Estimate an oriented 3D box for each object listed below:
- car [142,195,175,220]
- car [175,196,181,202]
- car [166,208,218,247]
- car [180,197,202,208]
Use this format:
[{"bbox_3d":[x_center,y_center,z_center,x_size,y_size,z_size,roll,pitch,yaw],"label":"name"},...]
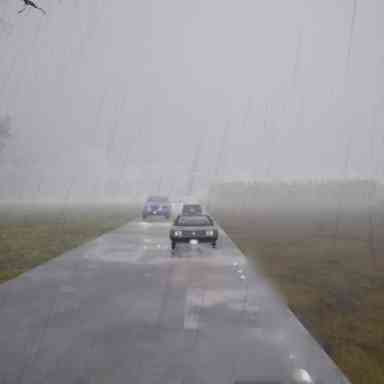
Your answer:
[{"bbox_3d":[-2.915,1.254,28.749,2.150,2.045,5.566,0,0,0],"label":"car"},{"bbox_3d":[-2.917,1.616,69.514,1.837,1.490,4.892,0,0,0],"label":"car"},{"bbox_3d":[0.069,1.609,14.926,1.895,1.301,4.718,0,0,0],"label":"car"},{"bbox_3d":[0.019,1.517,33.200,1.882,1.535,5.008,0,0,0],"label":"car"}]
